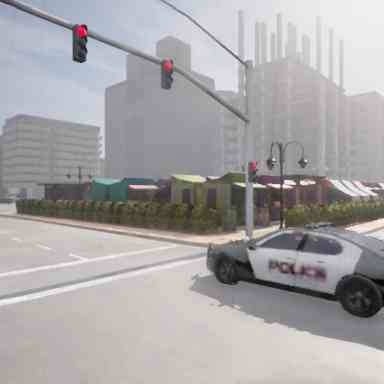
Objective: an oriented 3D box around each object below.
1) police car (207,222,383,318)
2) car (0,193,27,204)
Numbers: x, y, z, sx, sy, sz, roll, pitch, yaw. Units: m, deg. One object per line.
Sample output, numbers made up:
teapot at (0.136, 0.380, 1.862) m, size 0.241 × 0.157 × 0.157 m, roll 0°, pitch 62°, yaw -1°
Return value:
police car at (2.536, 1.508, 7.674) m, size 4.974 × 1.542 × 2.038 m, roll 0°, pitch 0°, yaw 44°
car at (-32.477, 1.144, 61.270) m, size 1.905 × 1.878 × 3.866 m, roll 0°, pitch 0°, yaw 42°
